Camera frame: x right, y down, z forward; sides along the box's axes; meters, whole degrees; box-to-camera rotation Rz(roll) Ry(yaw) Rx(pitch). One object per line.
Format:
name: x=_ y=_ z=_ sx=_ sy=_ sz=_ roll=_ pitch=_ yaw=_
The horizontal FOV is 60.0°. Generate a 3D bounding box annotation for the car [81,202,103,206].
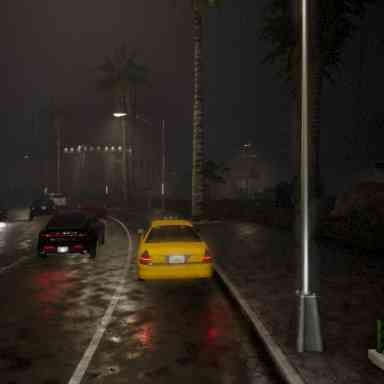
car: x=-7.740 y=1.471 z=25.724 sx=1.882 sy=1.535 sz=5.008 roll=0 pitch=0 yaw=-19

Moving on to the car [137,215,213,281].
car: x=-0.649 y=1.456 z=9.853 sx=1.801 sy=1.575 sz=5.366 roll=0 pitch=0 yaw=-7

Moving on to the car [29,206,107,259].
car: x=-4.400 y=1.502 z=12.633 sx=1.837 sy=1.490 sz=4.892 roll=0 pitch=0 yaw=-10

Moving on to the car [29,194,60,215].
car: x=-12.778 y=1.341 z=28.674 sx=2.097 sy=1.767 sz=4.553 roll=0 pitch=0 yaw=-24

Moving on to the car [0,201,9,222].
car: x=-15.554 y=1.492 z=26.006 sx=1.837 sy=1.490 sz=4.892 roll=1 pitch=0 yaw=-23

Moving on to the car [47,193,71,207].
car: x=-18.416 y=1.206 z=43.496 sx=2.150 sy=2.045 sz=5.566 roll=0 pitch=0 yaw=-43
